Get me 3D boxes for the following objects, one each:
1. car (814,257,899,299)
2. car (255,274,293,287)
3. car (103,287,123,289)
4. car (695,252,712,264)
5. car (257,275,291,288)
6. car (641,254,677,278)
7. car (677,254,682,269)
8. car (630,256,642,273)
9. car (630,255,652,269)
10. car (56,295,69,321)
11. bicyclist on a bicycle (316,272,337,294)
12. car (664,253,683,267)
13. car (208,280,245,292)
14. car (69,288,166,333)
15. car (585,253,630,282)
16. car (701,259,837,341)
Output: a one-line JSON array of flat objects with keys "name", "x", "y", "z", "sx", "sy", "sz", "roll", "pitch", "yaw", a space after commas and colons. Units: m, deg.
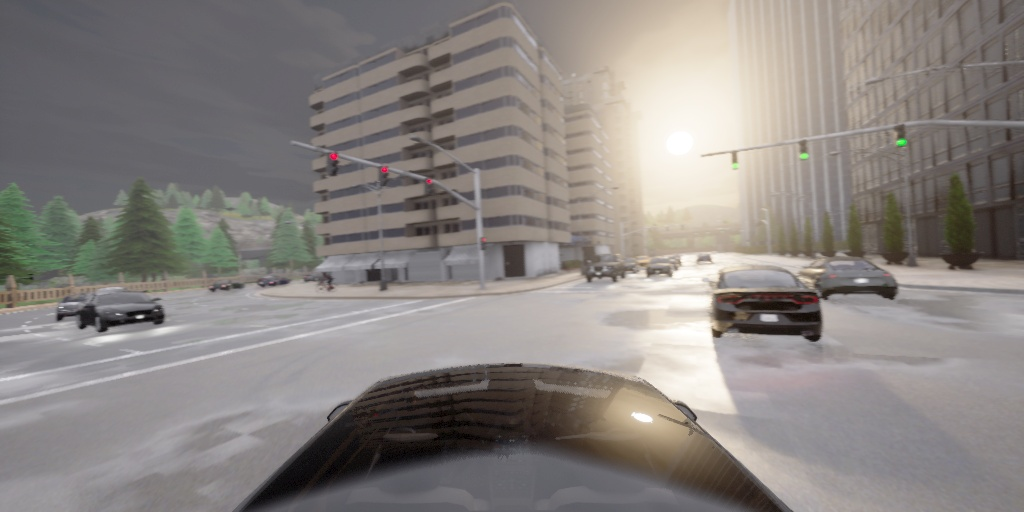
[{"name": "car", "x": 12.025, "y": 0.738, "z": 13.216, "sx": 1.994, "sy": 1.385, "sz": 4.181, "roll": -4, "pitch": -1, "yaw": 27}, {"name": "car", "x": -35.177, "y": 3.575, "z": 53.142, "sx": 1.882, "sy": 1.535, "sz": 5.008, "roll": -3, "pitch": -1, "yaw": 5}, {"name": "car", "x": -31.022, "y": 3.174, "z": 27.775, "sx": 1.812, "sy": 1.442, "sz": 4.674, "roll": -3, "pitch": -1, "yaw": -34}, {"name": "car", "x": 26.455, "y": 0.271, "z": 49.320, "sx": 1.812, "sy": 1.442, "sz": 4.674, "roll": -3, "pitch": -1, "yaw": 27}, {"name": "car", "x": -31.233, "y": 3.432, "z": 47.417, "sx": 1.895, "sy": 1.301, "sz": 4.718, "roll": -3, "pitch": -1, "yaw": -8}, {"name": "car", "x": 11.882, "y": 0.868, "z": 28.790, "sx": 1.837, "sy": 1.490, "sz": 4.892, "roll": -3, "pitch": -1, "yaw": 27}, {"name": "car", "x": 16.135, "y": 0.695, "z": 37.103, "sx": 2.128, "sy": 1.511, "sz": 4.902, "roll": -3, "pitch": -1, "yaw": 27}, {"name": "car", "x": 11.648, "y": 0.944, "z": 36.017, "sx": 1.837, "sy": 1.490, "sz": 4.892, "roll": -3, "pitch": -1, "yaw": 27}, {"name": "car", "x": 16.235, "y": 0.743, "z": 44.903, "sx": 1.882, "sy": 1.535, "sz": 5.008, "roll": -3, "pitch": -1, "yaw": 27}, {"name": "car", "x": -24.375, "y": 2.822, "z": 20.456, "sx": 4.718, "sy": 1.301, "sz": 1.895, "roll": -4, "pitch": -1, "yaw": 41}, {"name": "bicyclist on a bicycle", "x": -14.095, "y": 2.018, "z": 27.270, "sx": 0.582, "sy": 1.620, "sz": 1.656, "roll": -3, "pitch": 0, "yaw": 34}, {"name": "car", "x": 20.864, "y": 0.502, "z": 46.257, "sx": 1.882, "sy": 1.535, "sz": 5.008, "roll": -3, "pitch": -1, "yaw": 27}, {"name": "car", "x": -34.003, "y": 3.545, "z": 42.926, "sx": 1.895, "sy": 1.301, "sz": 4.718, "roll": -3, "pitch": -1, "yaw": -14}, {"name": "car", "x": -16.649, "y": 2.257, "z": 15.231, "sx": 4.892, "sy": 1.490, "sz": 1.837, "roll": -3, "pitch": -1, "yaw": 30}, {"name": "car", "x": 7.224, "y": 0.828, "z": 27.377, "sx": 2.150, "sy": 2.045, "sz": 5.566, "roll": -3, "pitch": -1, "yaw": 27}, {"name": "car", "x": 5.911, "y": 0.958, "z": 8.911, "sx": 1.882, "sy": 1.535, "sz": 5.008, "roll": -3, "pitch": 0, "yaw": 27}]
